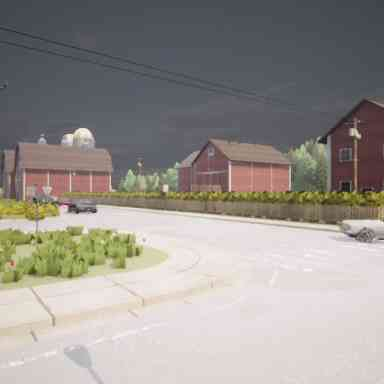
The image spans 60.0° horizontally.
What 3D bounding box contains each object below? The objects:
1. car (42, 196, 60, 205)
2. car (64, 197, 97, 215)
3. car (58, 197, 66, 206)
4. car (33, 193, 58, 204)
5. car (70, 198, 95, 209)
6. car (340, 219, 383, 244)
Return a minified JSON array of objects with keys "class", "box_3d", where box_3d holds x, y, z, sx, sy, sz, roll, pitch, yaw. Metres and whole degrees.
[{"class":"car","box_3d":[-25.417,1.473,59.936,1.882,1.535,5.008,0,0,-36]},{"class":"car","box_3d":[-11.329,1.561,34.284,1.994,1.385,4.181,0,0,-36]},{"class":"car","box_3d":[-20.797,1.560,53.540,1.994,1.385,4.181,0,0,-36]},{"class":"car","box_3d":[-22.132,1.215,49.402,2.150,2.045,5.566,0,0,-36]},{"class":"car","box_3d":[-15.097,1.560,45.735,1.994,1.385,4.181,0,0,-35]},{"class":"car","box_3d":[9.237,1.596,14.845,4.718,1.301,1.895,0,0,15]}]
